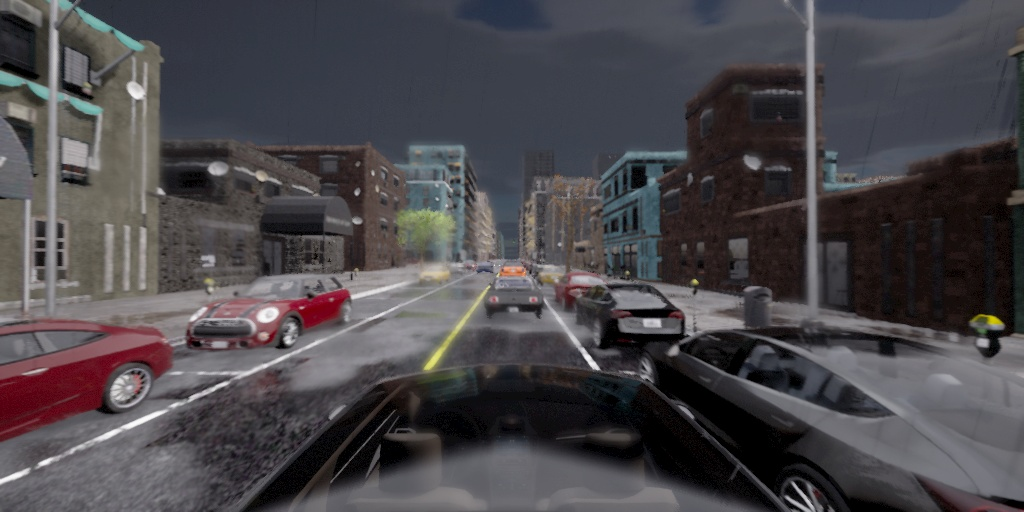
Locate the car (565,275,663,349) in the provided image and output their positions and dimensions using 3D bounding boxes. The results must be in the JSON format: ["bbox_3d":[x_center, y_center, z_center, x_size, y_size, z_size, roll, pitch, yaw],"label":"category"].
[{"bbox_3d":[2.689,1.329,8.977,1.948,1.339,4.313,0,0,0],"label":"car"}]

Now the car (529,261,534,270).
[{"bbox_3d":[2.783,1.361,33.661,2.007,1.370,4.403,0,0,0],"label":"car"}]

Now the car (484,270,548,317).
[{"bbox_3d":[0.078,1.372,13.176,1.895,1.301,4.718,0,0,0],"label":"car"}]

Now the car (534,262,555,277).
[{"bbox_3d":[2.745,1.319,25.440,1.751,1.417,4.829,0,0,0],"label":"car"}]

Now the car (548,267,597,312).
[{"bbox_3d":[2.695,1.318,14.204,1.888,1.381,4.507,0,0,0],"label":"car"}]

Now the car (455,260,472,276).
[{"bbox_3d":[-5.823,1.371,38.286,2.007,1.370,4.403,0,0,0],"label":"car"}]

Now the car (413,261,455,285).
[{"bbox_3d":[-5.766,1.323,27.050,1.751,1.417,4.829,0,0,0],"label":"car"}]

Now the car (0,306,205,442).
[{"bbox_3d":[-5.690,1.335,3.443,1.802,1.307,4.207,0,0,0],"label":"car"}]

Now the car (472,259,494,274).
[{"bbox_3d":[-3.109,1.376,42.227,2.033,1.411,5.357,0,0,0],"label":"car"}]

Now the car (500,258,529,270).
[{"bbox_3d":[0.076,1.154,29.667,2.097,1.767,4.553,0,0,0],"label":"car"}]

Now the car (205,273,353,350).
[{"bbox_3d":[-5.691,1.203,8.976,1.967,1.591,4.097,0,0,0],"label":"car"}]

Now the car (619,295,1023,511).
[{"bbox_3d":[2.691,1.319,3.444,1.948,1.339,4.313,0,0,0],"label":"car"}]
